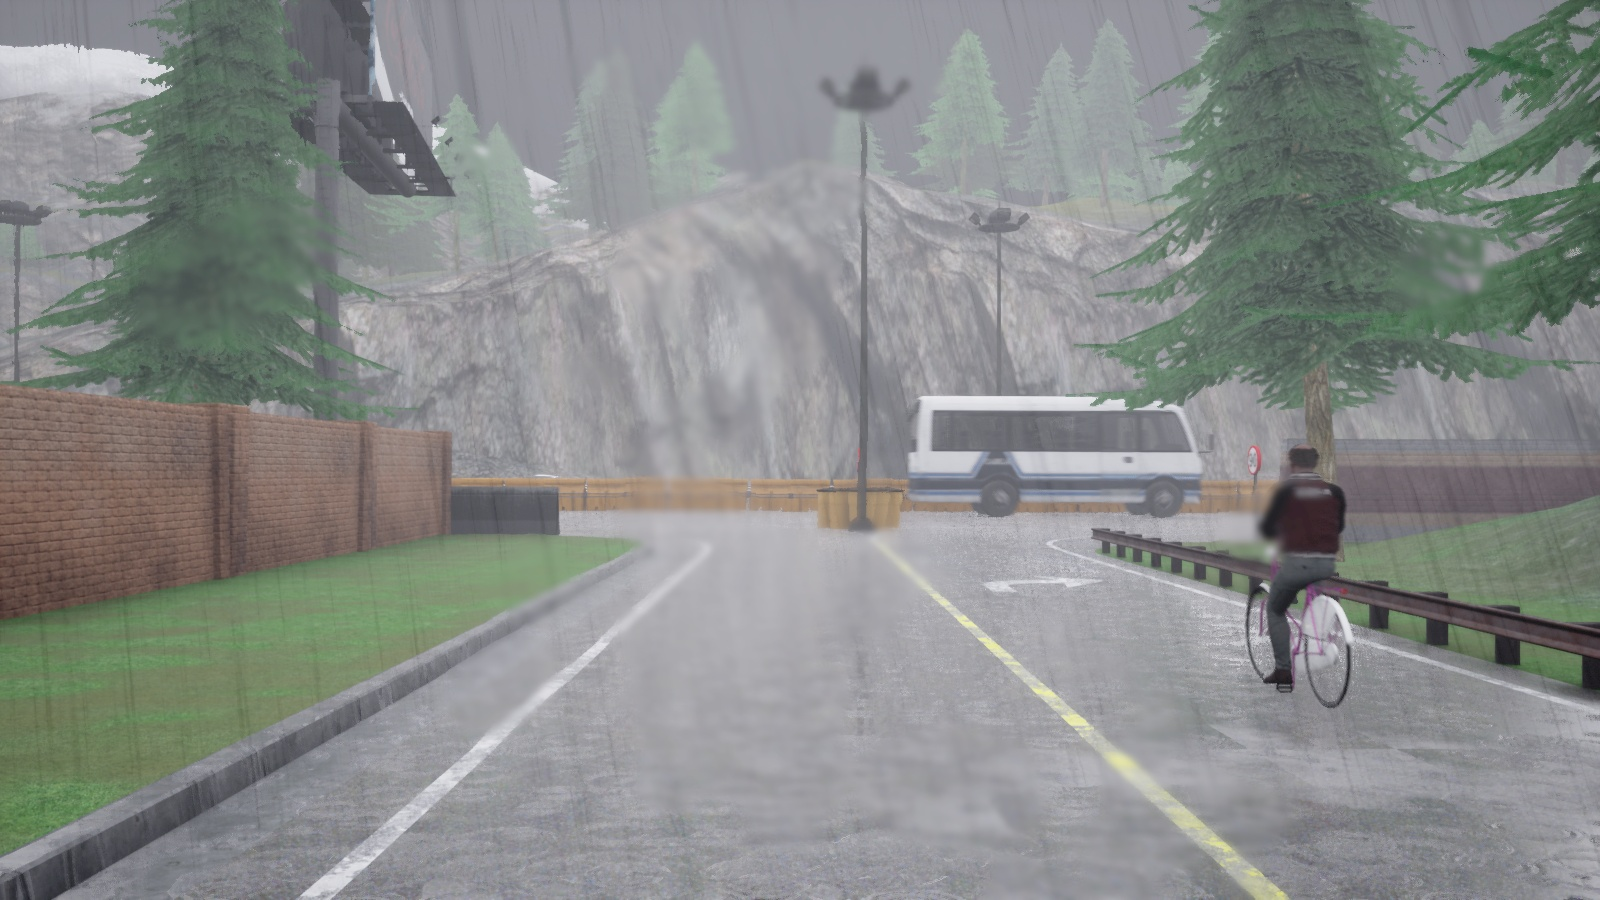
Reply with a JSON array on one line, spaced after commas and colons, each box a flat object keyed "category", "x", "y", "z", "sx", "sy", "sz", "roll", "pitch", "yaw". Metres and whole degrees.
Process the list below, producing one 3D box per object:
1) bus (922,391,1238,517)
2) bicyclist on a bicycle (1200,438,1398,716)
[{"category": "bus", "x": 9.679, "y": 0.164, "z": 44.519, "sx": 10.273, "sy": 4.253, "sz": 3.944, "roll": 0, "pitch": -1, "yaw": -1}, {"category": "bicyclist on a bicycle", "x": 3.488, "y": 0.821, "z": 8.963, "sx": 0.659, "sy": 1.776, "sz": 1.843, "roll": 0, "pitch": -1, "yaw": 0}]
